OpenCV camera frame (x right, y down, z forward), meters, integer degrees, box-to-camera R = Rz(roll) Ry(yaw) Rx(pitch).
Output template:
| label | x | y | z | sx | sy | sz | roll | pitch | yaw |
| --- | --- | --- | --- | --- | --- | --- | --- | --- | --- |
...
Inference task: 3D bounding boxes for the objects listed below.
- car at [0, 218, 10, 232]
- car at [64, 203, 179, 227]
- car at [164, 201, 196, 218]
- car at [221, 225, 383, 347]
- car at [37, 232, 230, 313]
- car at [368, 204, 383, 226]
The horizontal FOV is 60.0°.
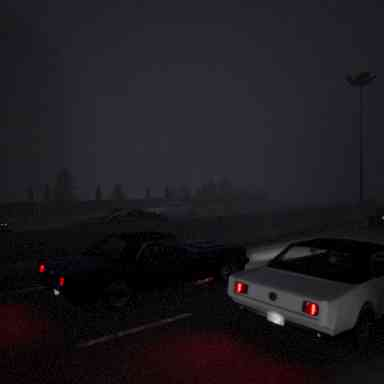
| label | x | y | z | sx | sy | sz | roll | pitch | yaw |
| --- | --- | --- | --- | --- | --- | --- | --- | --- | --- |
| car | -10.299 | 1.569 | 13.978 | 4.674 | 1.442 | 1.812 | -1 | 0 | -37 |
| car | -3.321 | 1.478 | 15.023 | 4.902 | 1.511 | 2.128 | -1 | 0 | -40 |
| car | -1.678 | 1.469 | 26.016 | 1.812 | 1.442 | 4.674 | 0 | 0 | 44 |
| car | 2.957 | 1.562 | 6.311 | 4.718 | 1.301 | 1.895 | -1 | 0 | -39 |
| car | -0.855 | 1.588 | 7.716 | 4.718 | 1.301 | 1.895 | -1 | 0 | -38 |
| car | 12.221 | 1.413 | 20.212 | 1.994 | 1.385 | 4.181 | 0 | 0 | 41 |
